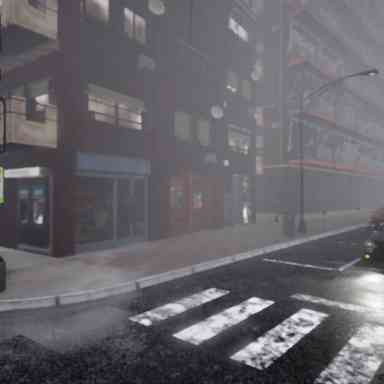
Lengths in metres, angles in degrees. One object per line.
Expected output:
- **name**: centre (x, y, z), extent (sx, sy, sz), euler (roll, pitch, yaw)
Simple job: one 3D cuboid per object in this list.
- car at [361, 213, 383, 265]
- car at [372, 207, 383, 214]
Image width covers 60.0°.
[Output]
- **car**: centre (6.976, 1.565, 10.733), extent (1.994, 1.385, 4.181), euler (0, 0, 42)
- **car**: centre (12.064, 1.557, 20.072), extent (1.887, 1.381, 4.507), euler (0, 0, 42)
